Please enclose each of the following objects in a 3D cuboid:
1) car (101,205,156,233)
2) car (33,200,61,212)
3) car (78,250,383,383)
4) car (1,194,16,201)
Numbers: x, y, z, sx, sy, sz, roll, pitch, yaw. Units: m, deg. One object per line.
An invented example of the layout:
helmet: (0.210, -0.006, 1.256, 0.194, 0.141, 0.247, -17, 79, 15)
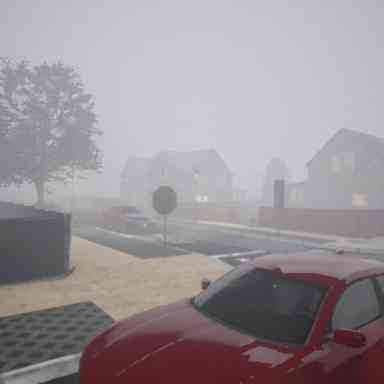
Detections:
car: (-3.907, 1.517, 19.711, 1.812, 1.442, 4.674, 3, -1, -37)
car: (-15.235, 1.517, 34.924, 1.895, 1.301, 4.718, 3, -1, -36)
car: (1.267, 1.512, 3.846, 5.008, 1.535, 1.882, 1, 0, -35)
car: (-39.645, 1.191, 72.412, 1.812, 1.442, 4.674, 3, -1, -37)
